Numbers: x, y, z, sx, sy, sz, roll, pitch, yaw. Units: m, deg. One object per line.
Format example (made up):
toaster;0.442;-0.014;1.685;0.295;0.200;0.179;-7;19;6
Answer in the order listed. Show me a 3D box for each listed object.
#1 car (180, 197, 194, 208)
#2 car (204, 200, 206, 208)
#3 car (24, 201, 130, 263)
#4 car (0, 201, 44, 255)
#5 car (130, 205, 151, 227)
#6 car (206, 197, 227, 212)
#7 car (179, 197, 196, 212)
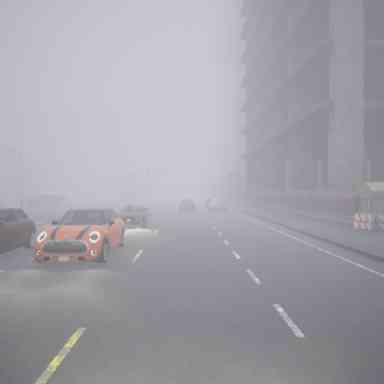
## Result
car;-0.738;1.481;48.562;1.882;1.535;5.008;0;0;0
car;2.811;1.508;49.274;1.837;1.490;4.892;0;0;-1
car;-3.767;1.352;11.917;2.097;1.767;4.553;0;0;-1
car;-7.258;1.356;11.473;2.097;1.767;4.553;0;0;-1
car;-3.890;1.566;22.340;1.994;1.385;4.181;0;0;-1
car;2.987;1.528;39.427;1.812;1.442;4.674;0;0;0
car;-0.530;1.567;38.741;1.994;1.385;4.181;0;0;-1
